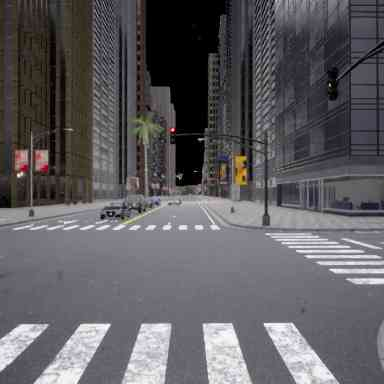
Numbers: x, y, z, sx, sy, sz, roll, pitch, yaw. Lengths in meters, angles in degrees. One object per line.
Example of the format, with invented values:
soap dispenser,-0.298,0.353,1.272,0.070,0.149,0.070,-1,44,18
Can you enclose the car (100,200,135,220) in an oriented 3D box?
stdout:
car,-6.631,1.628,29.128,1.994,1.385,4.181,0,0,0

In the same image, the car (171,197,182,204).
car,-3.228,1.789,69.693,1.994,1.385,4.181,0,0,0

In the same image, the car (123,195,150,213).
car,-6.642,1.314,38.452,2.150,2.045,5.566,0,0,0

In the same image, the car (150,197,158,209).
car,-6.645,1.483,48.380,2.097,1.767,4.553,0,0,0

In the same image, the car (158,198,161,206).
car,-6.613,1.653,58.520,1.882,1.535,5.008,0,0,0

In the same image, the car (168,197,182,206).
car,-3.218,1.782,59.798,1.895,1.301,4.718,0,0,0
